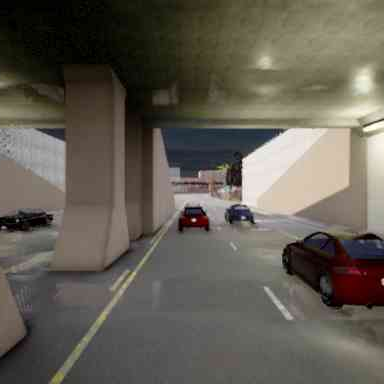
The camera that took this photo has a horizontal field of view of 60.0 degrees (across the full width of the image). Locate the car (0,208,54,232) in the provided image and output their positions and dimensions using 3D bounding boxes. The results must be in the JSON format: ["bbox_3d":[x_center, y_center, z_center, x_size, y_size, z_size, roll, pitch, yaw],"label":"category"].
[{"bbox_3d":[-10.581,1.707,20.966,1.895,1.301,4.718,0,0,0],"label":"car"}]

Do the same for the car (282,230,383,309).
[{"bbox_3d":[3.607,1.605,8.022,1.994,1.385,4.181,0,0,0],"label":"car"}]

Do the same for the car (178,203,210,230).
[{"bbox_3d":[0.119,1.676,22.102,1.994,1.385,4.181,0,0,0],"label":"car"}]

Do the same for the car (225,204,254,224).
[{"bbox_3d":[3.622,1.657,25.762,1.812,1.442,4.674,0,0,0],"label":"car"}]
